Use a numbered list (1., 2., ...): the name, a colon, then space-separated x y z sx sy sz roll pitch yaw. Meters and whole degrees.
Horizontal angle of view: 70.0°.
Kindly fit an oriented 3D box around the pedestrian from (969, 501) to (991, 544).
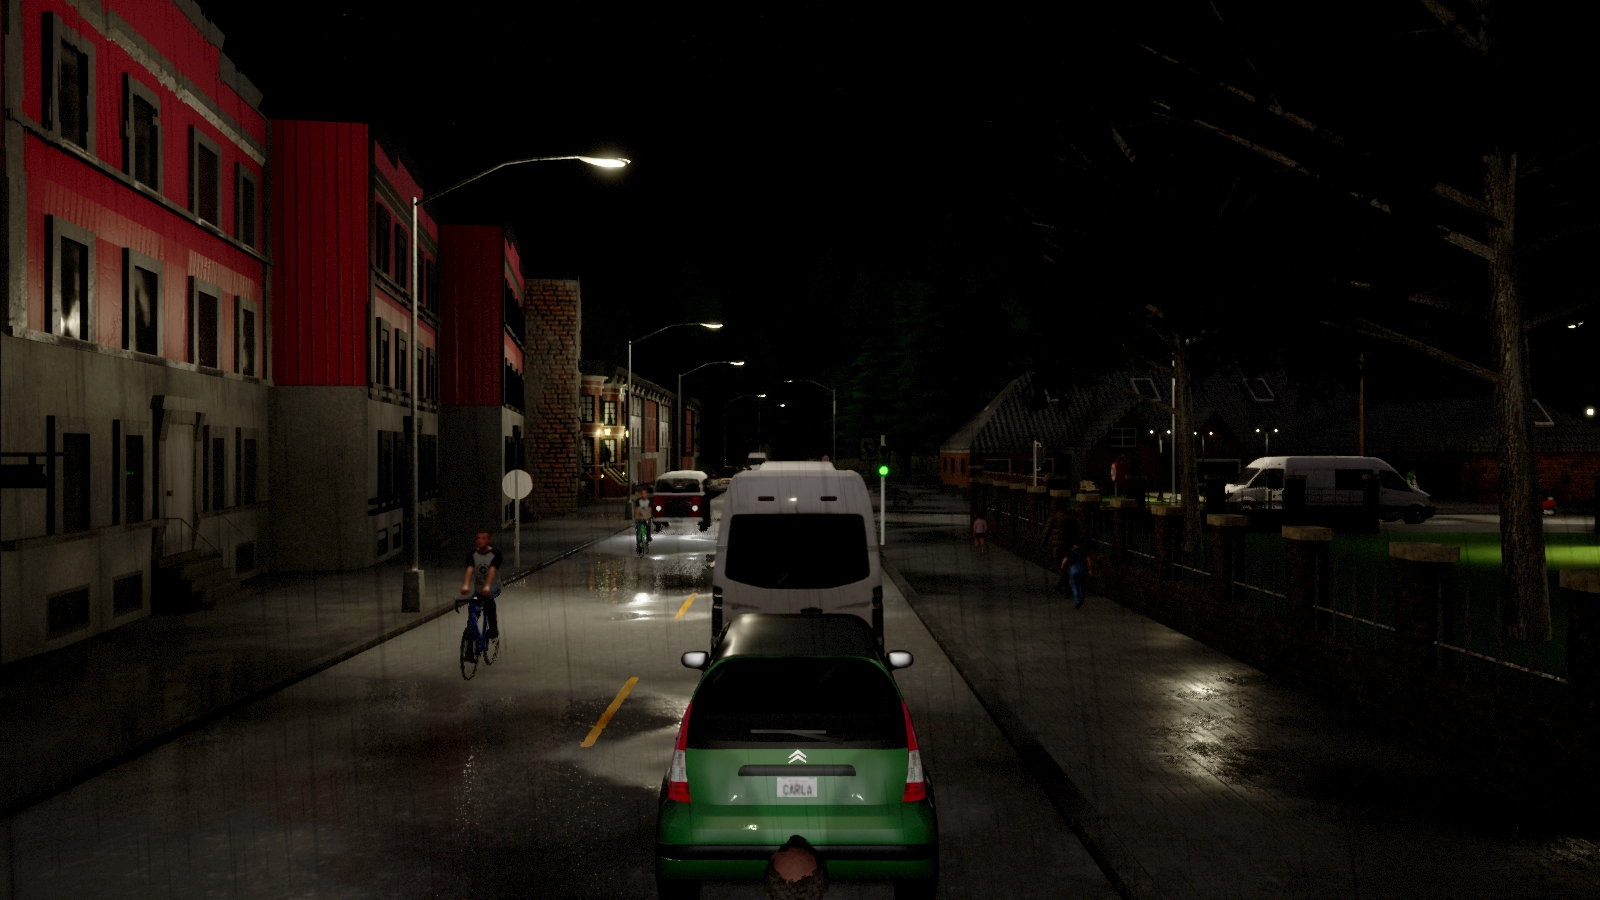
1. pedestrian: 4.744 1.904 30.089 0.500 1.100 0.500 0 0 0

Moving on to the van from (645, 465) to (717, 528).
1. van: -4.100 1.562 40.018 2.069 2.038 4.480 0 0 -1

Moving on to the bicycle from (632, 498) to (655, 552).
1. bicycle: -4.069 1.936 29.718 0.373 1.296 1.643 0 0 0

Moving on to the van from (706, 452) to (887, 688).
1. van: -0.049 1.315 15.451 1.988 2.561 5.915 0 0 0

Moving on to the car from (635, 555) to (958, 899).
1. car: -0.023 1.779 8.527 1.851 1.617 3.988 0 0 0

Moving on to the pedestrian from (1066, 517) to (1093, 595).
1. pedestrian: 4.760 1.805 19.472 0.375 1.300 0.375 0 0 0

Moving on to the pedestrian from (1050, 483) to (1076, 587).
1. pedestrian: 4.756 1.525 20.644 0.375 1.860 0.375 0 0 -1

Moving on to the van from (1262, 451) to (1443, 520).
1. van: 20.967 1.315 43.528 5.915 2.561 1.988 0 0 1
